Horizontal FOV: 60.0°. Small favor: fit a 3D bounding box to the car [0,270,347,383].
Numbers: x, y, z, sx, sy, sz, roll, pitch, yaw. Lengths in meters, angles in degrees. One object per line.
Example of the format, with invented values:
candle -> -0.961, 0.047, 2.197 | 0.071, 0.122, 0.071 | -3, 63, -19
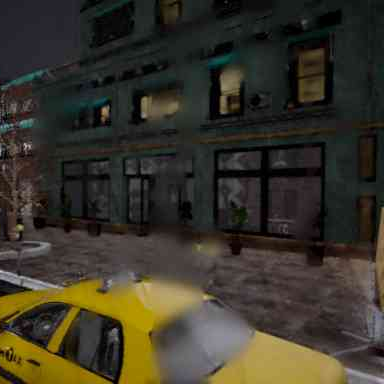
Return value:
car -> -0.952, 1.523, 3.547 | 4.829, 1.417, 1.752 | 0, 1, 35
